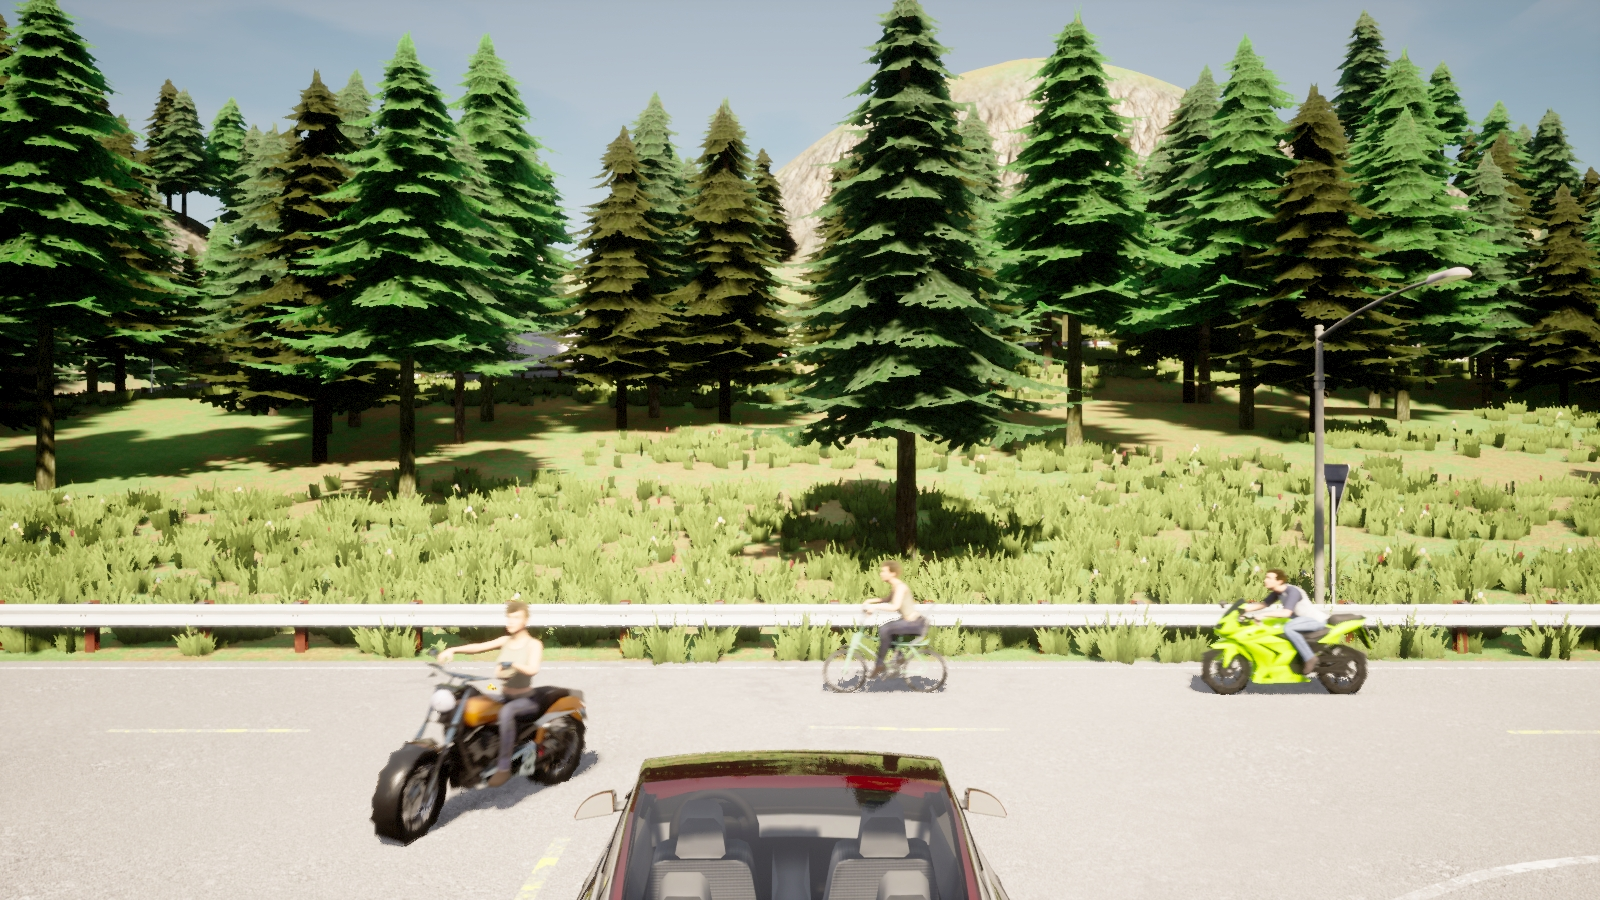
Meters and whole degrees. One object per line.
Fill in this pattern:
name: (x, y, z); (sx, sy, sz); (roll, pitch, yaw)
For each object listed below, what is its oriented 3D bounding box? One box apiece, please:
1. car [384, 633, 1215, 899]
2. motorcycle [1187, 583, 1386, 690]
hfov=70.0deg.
car: (-0.034, 1.936, 5.154); (2.163, 1.488, 4.792); (0, -1, -1)
motorcycle: (5.778, 2.213, 13.642); (2.033, 1.145, 0.803); (0, 0, 0)
